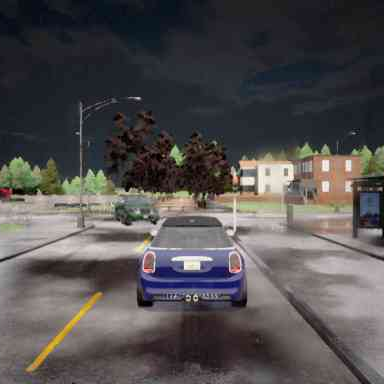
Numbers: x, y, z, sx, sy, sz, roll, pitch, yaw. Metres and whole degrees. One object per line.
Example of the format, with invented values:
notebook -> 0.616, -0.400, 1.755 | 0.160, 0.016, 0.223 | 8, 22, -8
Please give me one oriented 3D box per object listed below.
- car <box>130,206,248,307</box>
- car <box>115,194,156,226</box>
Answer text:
car -> 0.010, 1.352, 8.140 | 2.097, 1.767, 4.553 | 0, 0, 0
car -> -4.014, 1.220, 23.735 | 2.150, 2.045, 5.566 | 2, -1, -23
